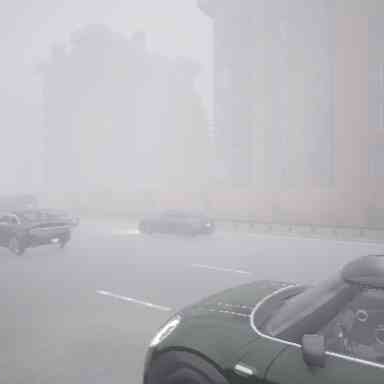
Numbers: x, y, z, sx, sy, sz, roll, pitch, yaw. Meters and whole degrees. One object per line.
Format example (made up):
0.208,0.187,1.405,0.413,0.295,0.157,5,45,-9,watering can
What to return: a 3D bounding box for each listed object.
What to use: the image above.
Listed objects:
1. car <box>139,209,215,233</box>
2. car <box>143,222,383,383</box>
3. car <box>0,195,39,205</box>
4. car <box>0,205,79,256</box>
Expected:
-0.818,1.564,17.480,4.181,1.385,1.994,0,0,36,car
1.732,1.353,2.755,4.553,1.767,2.097,0,0,36,car
-14.832,1.224,27.489,5.566,2.045,2.150,0,0,36,car
-6.802,1.491,13.154,4.902,1.511,2.128,0,0,36,car
